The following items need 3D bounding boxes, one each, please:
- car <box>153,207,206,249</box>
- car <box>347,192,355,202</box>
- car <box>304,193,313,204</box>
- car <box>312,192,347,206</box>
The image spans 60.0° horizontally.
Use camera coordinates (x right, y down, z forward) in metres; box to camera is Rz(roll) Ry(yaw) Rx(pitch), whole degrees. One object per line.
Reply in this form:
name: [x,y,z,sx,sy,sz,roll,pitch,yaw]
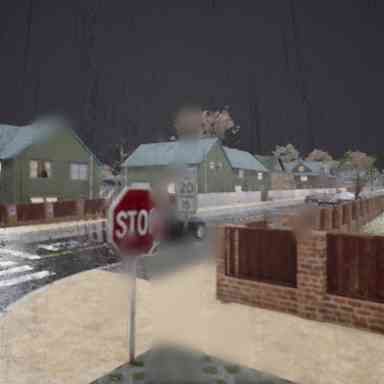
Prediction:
car: [-1.285,1.409,14.518,1.882,1.535,5.008,1,2,35]
car: [21.897,0.740,47.365,1.812,1.442,4.674,1,2,35]
car: [16.765,0.806,44.864,2.033,1.411,5.357,1,2,35]
car: [16.410,0.935,39.498,2.033,1.411,5.357,1,2,35]
